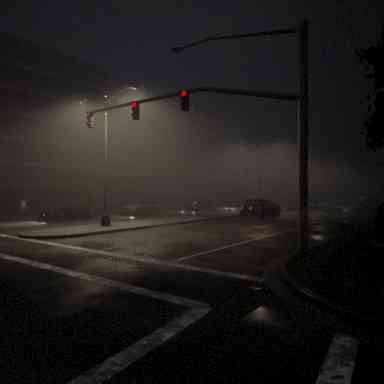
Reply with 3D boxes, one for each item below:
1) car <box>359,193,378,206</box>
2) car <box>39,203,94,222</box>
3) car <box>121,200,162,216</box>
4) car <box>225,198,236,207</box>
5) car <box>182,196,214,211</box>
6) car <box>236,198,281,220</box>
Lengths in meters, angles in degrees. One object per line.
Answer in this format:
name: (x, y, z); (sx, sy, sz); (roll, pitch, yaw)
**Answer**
car: (28.732, 1.221, 54.038); (2.150, 2.045, 5.566); (0, 0, 36)
car: (-9.941, 1.564, 26.585); (1.994, 1.385, 4.181); (0, 0, 36)
car: (-4.951, 1.524, 33.467); (1.812, 1.442, 4.674); (0, 0, 36)
car: (6.616, 1.564, 49.394); (1.994, 1.385, 4.181); (0, 0, 35)
car: (0.779, 1.352, 41.364); (2.097, 1.767, 4.553); (0, 0, 36)
car: (5.986, 1.352, 28.623); (2.097, 1.767, 4.553); (0, 0, 36)
